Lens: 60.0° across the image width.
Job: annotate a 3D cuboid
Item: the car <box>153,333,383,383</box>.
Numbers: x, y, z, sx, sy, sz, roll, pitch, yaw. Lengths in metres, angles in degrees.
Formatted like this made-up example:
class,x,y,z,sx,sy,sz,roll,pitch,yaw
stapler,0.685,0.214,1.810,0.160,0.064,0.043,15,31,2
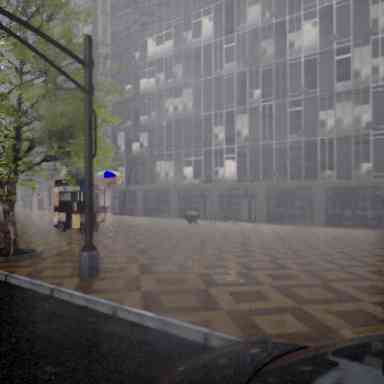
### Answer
class,x,y,z,sx,sy,sz,roll,pitch,yaw
car,1.521,1.566,1.794,4.313,1.339,1.947,0,0,35
